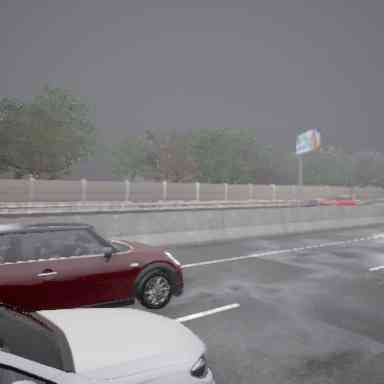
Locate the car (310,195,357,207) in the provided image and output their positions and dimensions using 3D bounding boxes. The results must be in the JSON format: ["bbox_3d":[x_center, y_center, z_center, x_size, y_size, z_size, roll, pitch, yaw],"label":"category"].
[{"bbox_3d":[15.997,1.345,36.756,5.566,2.045,2.150,1,0,-35],"label":"car"}]

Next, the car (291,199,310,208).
[{"bbox_3d":[13.716,1.625,39.428,4.892,1.490,1.837,1,-1,-35],"label":"car"}]

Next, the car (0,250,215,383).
[{"bbox_3d":[-1.965,1.523,2.350,4.674,1.442,1.812,0,0,-35],"label":"car"}]

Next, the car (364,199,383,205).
[{"bbox_3d":[19.969,1.484,35.278,4.553,1.767,2.097,0,0,-35],"label":"car"}]

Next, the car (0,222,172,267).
[{"bbox_3d":[-2.393,1.355,6.334,4.553,1.767,2.097,0,0,-35],"label":"car"}]
